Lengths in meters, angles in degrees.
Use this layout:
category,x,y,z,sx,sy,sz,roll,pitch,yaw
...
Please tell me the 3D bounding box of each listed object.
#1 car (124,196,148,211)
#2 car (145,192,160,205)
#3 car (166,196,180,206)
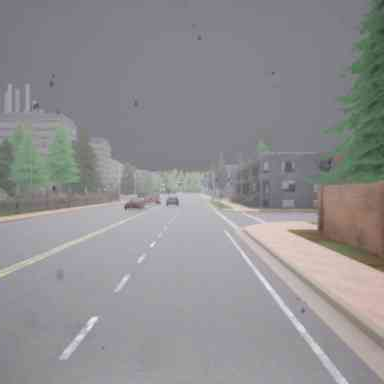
category,x,y,z,sx,sy,sz,roll,pitch,yaw
car,-6.800,1.493,39.674,1.895,1.301,4.718,0,0,1
car,-6.632,1.072,56.380,2.150,2.045,5.566,0,0,1
car,-3.004,1.361,52.767,2.128,1.511,4.902,0,0,0
